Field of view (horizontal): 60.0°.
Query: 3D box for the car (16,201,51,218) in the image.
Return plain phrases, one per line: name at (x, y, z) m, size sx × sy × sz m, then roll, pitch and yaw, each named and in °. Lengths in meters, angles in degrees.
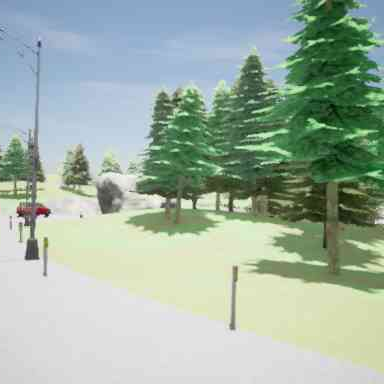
car at (-20.804, 2.329, 43.919) m, size 2.150 × 2.045 × 5.566 m, roll 3°, pitch -3°, yaw 4°
